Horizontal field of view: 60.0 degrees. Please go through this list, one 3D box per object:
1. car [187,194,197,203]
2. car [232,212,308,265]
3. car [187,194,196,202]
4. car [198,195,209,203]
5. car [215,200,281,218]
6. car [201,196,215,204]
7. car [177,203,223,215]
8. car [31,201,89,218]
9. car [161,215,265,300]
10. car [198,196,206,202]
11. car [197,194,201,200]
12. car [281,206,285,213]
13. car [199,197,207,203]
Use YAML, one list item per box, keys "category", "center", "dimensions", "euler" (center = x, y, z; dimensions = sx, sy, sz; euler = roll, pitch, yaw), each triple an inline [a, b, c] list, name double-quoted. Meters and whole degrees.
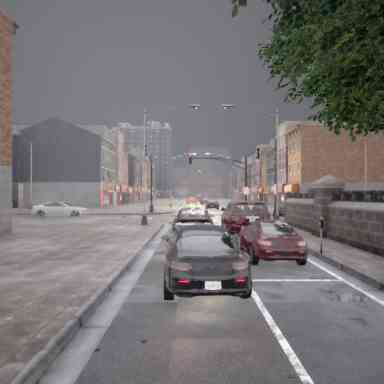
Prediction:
- category: "car"
  center: [-0.016, 1.475, 66.754]
  dimensions: [2.097, 1.767, 4.553]
  euler: [0, 0, 0]
- category: "car"
  center: [2.625, 1.586, 11.353]
  dimensions: [1.802, 1.307, 4.206]
  euler: [1, 0, 0]
- category: "car"
  center: [-0.146, 1.415, 83.745]
  dimensions: [2.150, 2.045, 5.566]
  euler: [0, 0, 0]
- category: "car"
  center: [2.541, 1.644, 59.544]
  dimensions: [1.887, 1.381, 4.507]
  euler: [1, 0, 0]
- category: "car"
  center: [2.619, 1.324, 16.802]
  dimensions: [2.192, 1.841, 5.009]
  euler: [1, 0, 0]
- category: "car"
  center: [2.569, 1.599, 43.232]
  dimensions: [1.887, 1.381, 4.507]
  euler: [1, 0, 0]
- category: "car"
  center: [0.050, 1.500, 15.687]
  dimensions: [2.128, 1.511, 4.902]
  euler: [0, 0, 0]
- category: "car"
  center: [-11.215, 1.516, 28.352]
  dimensions: [4.674, 1.442, 1.812]
  euler: [0, -1, 0]
- category: "car"
  center: [0.220, 1.528, 8.319]
  dimensions: [1.812, 1.442, 4.674]
  euler: [0, 0, -4]
- category: "car"
  center: [2.493, 1.753, 86.731]
  dimensions: [2.008, 1.369, 4.403]
  euler: [0, 0, 0]
- category: "car"
  center: [2.533, 1.432, 64.982]
  dimensions: [2.192, 1.841, 5.009]
  euler: [1, 0, 0]
- category: "car"
  center: [9.862, 1.574, 28.459]
  dimensions: [5.357, 1.411, 2.033]
  euler: [0, -1, 0]
- category: "car"
  center: [2.512, 1.739, 75.856]
  dimensions: [1.802, 1.307, 4.206]
  euler: [0, 0, 0]
